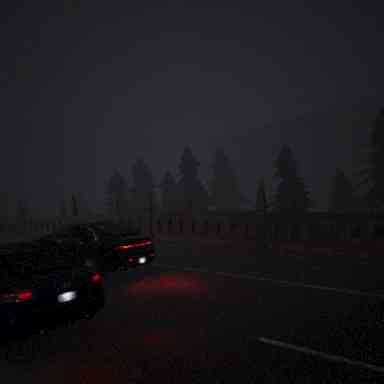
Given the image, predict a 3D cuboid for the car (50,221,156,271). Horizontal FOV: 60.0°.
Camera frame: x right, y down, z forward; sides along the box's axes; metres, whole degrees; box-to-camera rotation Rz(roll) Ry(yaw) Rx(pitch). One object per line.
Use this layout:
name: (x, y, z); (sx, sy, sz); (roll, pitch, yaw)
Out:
car: (-3.347, 1.685, 10.500); (4.892, 1.490, 1.837); (-2, -1, 35)

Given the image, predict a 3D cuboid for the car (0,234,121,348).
car: (-3.635, 1.679, 6.443); (4.181, 1.385, 1.994); (-1, -1, 35)
